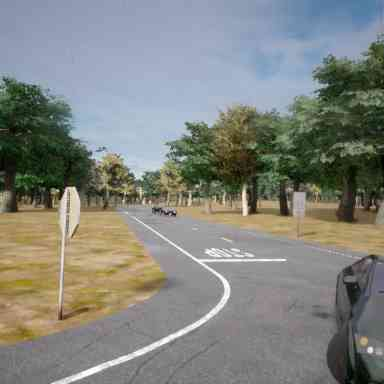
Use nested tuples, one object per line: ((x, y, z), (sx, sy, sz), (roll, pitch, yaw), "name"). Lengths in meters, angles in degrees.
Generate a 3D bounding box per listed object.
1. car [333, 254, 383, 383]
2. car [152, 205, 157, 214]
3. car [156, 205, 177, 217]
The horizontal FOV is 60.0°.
((3.130, 1.643, 4.656), (1.994, 1.385, 4.181), (1, -1, 22), "car")
((-5.751, 2.962, 56.899), (1.882, 1.535, 5.008), (3, -2, -14), "car")
((-3.489, 2.851, 48.054), (1.895, 1.301, 4.718), (3, -2, -13), "car")
